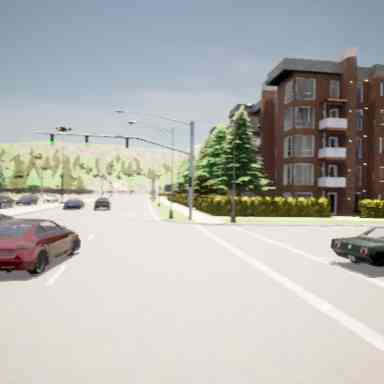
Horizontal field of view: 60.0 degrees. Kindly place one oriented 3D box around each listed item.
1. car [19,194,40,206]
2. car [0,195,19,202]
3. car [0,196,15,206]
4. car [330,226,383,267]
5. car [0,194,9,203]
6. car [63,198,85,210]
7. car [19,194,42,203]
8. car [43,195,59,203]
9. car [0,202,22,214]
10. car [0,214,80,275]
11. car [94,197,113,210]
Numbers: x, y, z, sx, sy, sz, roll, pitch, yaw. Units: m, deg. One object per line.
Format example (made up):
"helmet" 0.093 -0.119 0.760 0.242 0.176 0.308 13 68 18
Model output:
"car" -23.700 1.200 47.887 1.812 1.442 4.674 1 0 -8
"car" -22.367 1.175 38.788 1.837 1.490 4.892 1 0 -8
"car" -27.186 1.201 47.554 1.895 1.301 4.718 1 0 -8
"car" 7.072 1.787 10.708 4.718 1.301 1.895 1 0 -13
"car" -31.647 1.092 54.059 1.994 1.385 4.181 1 0 -8
"car" -14.460 1.407 41.057 1.994 1.385 4.181 1 0 -9
"car" -28.883 1.155 59.657 2.033 1.411 5.357 1 0 -8
"car" -25.441 1.207 60.307 1.812 1.442 4.674 1 0 -8
"car" -10.037 1.393 15.544 2.033 1.411 5.357 1 0 -11
"car" -4.981 1.496 10.270 1.994 1.385 4.181 1 0 -1
"car" -10.911 1.422 40.997 1.837 1.490 4.892 1 0 -9
